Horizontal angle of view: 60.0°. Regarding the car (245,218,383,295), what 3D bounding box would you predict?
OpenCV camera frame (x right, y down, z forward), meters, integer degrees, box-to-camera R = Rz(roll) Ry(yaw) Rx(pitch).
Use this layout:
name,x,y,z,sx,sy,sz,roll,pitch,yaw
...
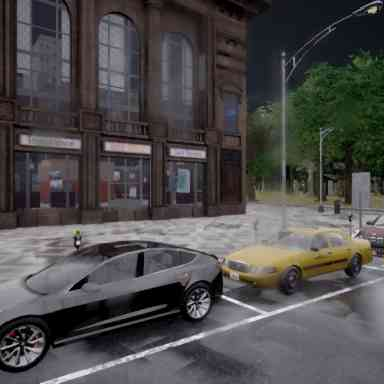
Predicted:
name,x,y,z,sx,sy,sz,roll,pitch,yaw
car,2.891,1.526,8.715,4.829,1.417,1.752,0,0,-36

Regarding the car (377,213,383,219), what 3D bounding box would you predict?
name,x,y,z,sx,sy,sz,roll,pitch,yaw
car,7.453,1.441,11.974,4.097,1.590,1.967,0,0,-36

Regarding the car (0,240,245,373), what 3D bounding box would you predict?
name,x,y,z,sx,sy,sz,roll,pitch,yaw
car,-1.396,1.566,5.653,4.313,1.339,1.947,0,0,-36
